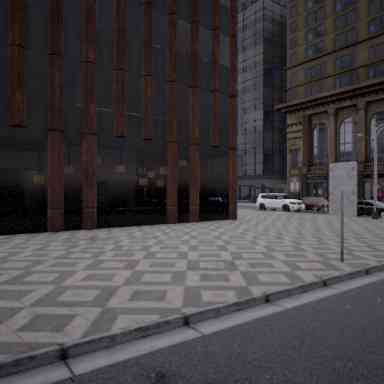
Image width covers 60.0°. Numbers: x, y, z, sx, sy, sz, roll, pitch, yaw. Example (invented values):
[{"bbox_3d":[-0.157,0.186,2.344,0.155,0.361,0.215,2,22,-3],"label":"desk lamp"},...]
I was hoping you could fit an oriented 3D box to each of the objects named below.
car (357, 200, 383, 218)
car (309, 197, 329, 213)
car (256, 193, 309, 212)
[{"bbox_3d":[15.408,1.487,28.672,1.837,1.490,4.892,0,0,-37],"label":"car"},{"bbox_3d":[13.077,1.319,37.481,2.097,1.767,4.553,0,0,-35],"label":"car"},{"bbox_3d":[9.634,1.176,36.791,2.150,2.045,5.566,0,0,-36],"label":"car"}]
